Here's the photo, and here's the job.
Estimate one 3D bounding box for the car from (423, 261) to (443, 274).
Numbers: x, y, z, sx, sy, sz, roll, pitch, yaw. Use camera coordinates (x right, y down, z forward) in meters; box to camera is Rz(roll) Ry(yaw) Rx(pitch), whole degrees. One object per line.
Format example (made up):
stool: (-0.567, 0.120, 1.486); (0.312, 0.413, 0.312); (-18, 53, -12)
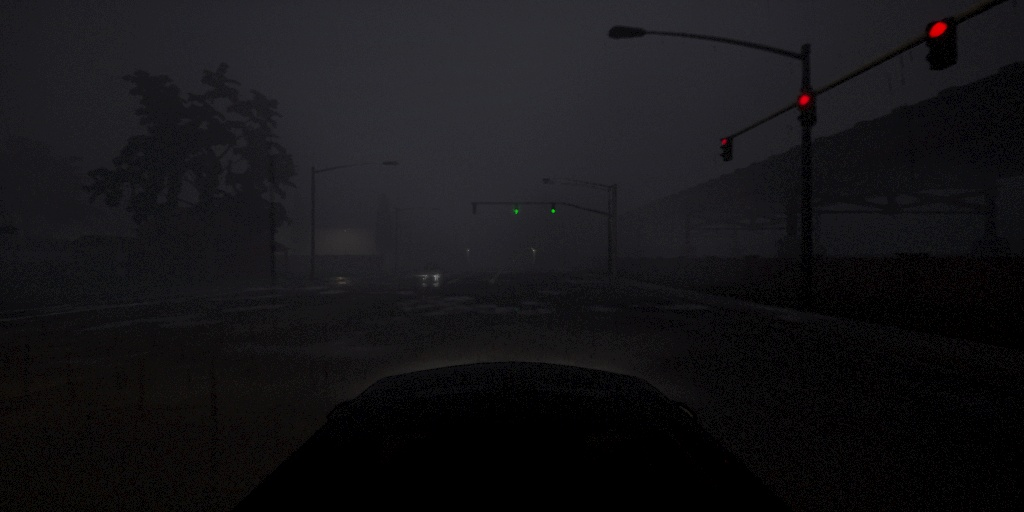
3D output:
car: (-10.534, 1.493, 47.953); (1.837, 1.490, 4.892); (0, 0, 0)
